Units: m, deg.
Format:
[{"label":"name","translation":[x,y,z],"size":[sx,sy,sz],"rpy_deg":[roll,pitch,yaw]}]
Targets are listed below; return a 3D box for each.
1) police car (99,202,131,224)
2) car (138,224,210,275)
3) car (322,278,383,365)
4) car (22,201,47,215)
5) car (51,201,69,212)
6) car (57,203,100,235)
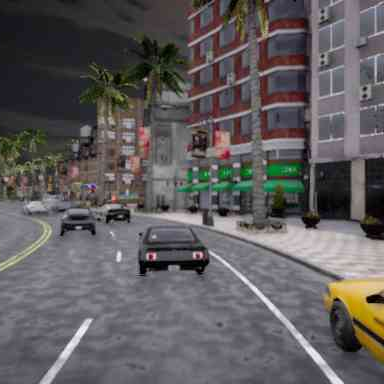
[{"label":"police car","translation":[-6.504,1.630,27.091],"size":[1.930,1.638,5.238],"rpy_deg":[1,-1,-27]},{"label":"car","translation":[-0.783,1.693,10.777],"size":[1.895,1.301,4.718],"rpy_deg":[0,-1,-9]},{"label":"car","translation":[3.045,1.503,3.304],"size":[1.801,1.575,5.366],"rpy_deg":[0,-1,0]},{"label":"car","translation":[-17.724,1.760,37.462],"size":[1.812,1.442,4.674],"rpy_deg":[1,-1,-37]},{"label":"car","translation":[-15.770,1.837,40.614],"size":[1.994,1.385,4.181],"rpy_deg":[1,-1,-37]},{"label":"car","translation":[-6.786,1.643,19.735],"size":[1.837,1.490,4.892],"rpy_deg":[1,-1,-20]}]
